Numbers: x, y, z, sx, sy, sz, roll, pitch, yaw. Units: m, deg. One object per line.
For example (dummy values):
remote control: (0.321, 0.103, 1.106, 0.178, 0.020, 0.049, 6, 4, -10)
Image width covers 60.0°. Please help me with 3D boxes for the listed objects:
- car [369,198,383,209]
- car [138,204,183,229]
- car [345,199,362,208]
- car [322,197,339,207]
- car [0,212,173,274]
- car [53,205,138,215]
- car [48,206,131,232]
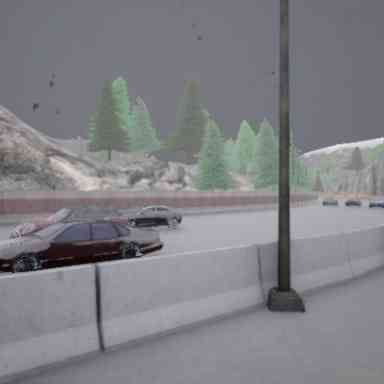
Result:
car: (25.613, 1.524, 45.810, 1.882, 1.535, 5.008, 0, 0, 34)
car: (-2.779, 1.506, 19.740, 4.902, 1.511, 2.128, 0, 0, -40)
car: (24.459, 1.651, 50.370, 1.895, 1.301, 4.718, 0, 0, 33)
car: (22.247, 1.556, 53.420, 1.837, 1.490, 4.892, 0, 0, 33)
car: (-3.476, 1.554, 10.233, 5.357, 1.411, 2.033, 0, 0, -37)
car: (-4.836, 1.361, 13.653, 4.553, 1.767, 2.097, 0, 0, -38)
car: (-6.451, 1.615, 21.234, 4.718, 1.301, 1.895, 0, 0, -39)
